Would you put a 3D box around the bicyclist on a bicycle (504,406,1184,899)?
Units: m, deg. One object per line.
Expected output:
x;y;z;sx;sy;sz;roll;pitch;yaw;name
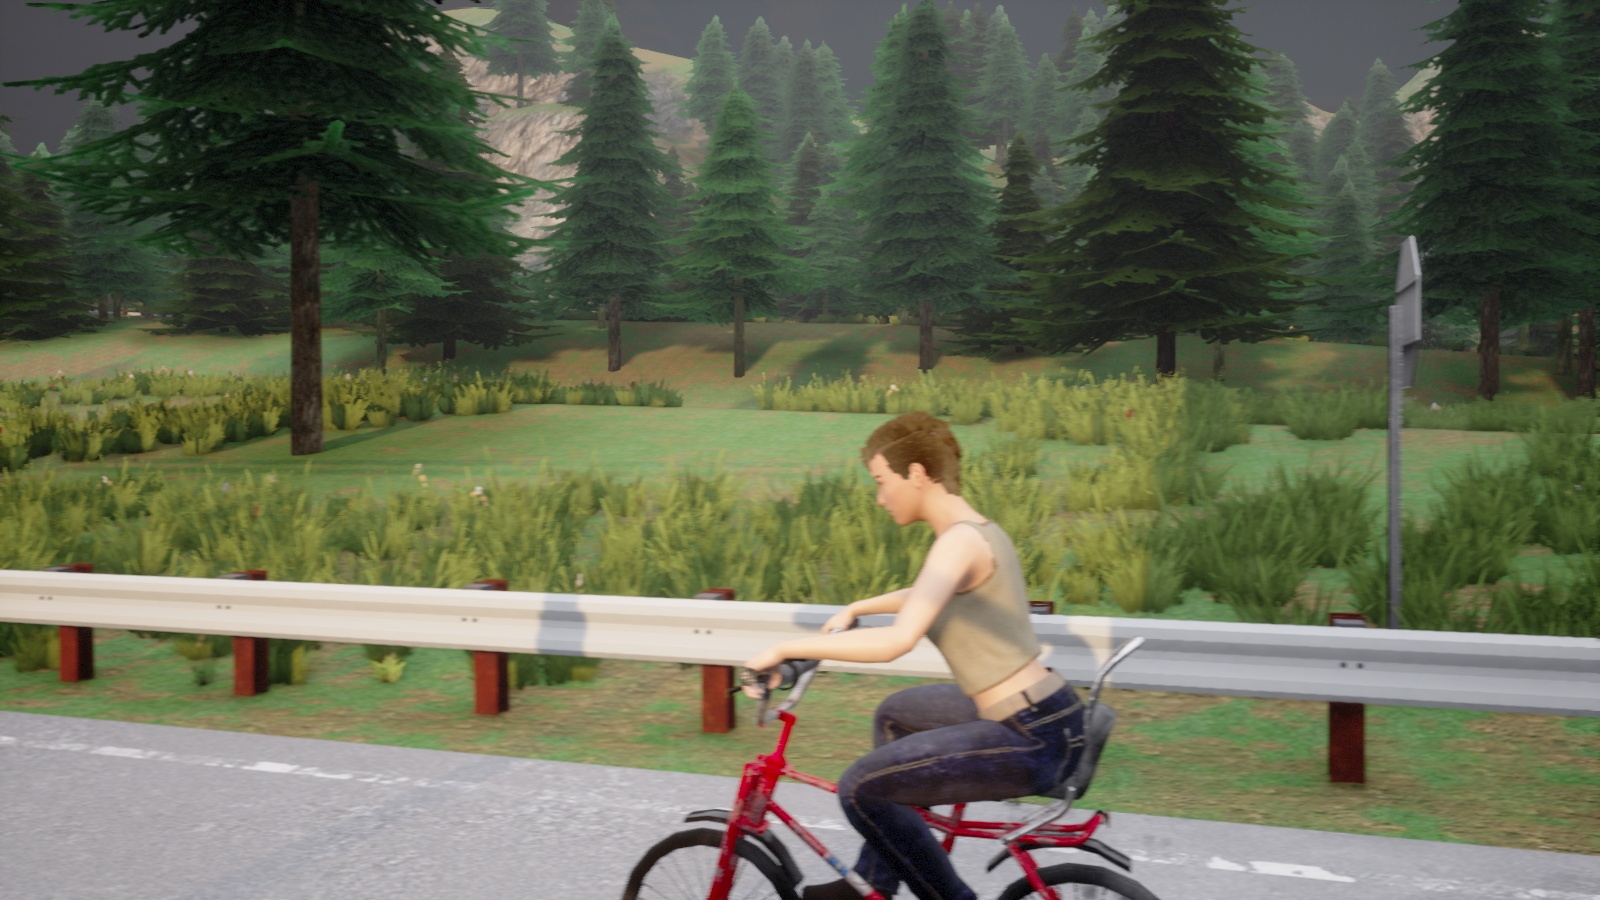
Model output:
0.160;0.714;3.143;1.509;1.612;0.866;0;1;18;bicyclist on a bicycle
